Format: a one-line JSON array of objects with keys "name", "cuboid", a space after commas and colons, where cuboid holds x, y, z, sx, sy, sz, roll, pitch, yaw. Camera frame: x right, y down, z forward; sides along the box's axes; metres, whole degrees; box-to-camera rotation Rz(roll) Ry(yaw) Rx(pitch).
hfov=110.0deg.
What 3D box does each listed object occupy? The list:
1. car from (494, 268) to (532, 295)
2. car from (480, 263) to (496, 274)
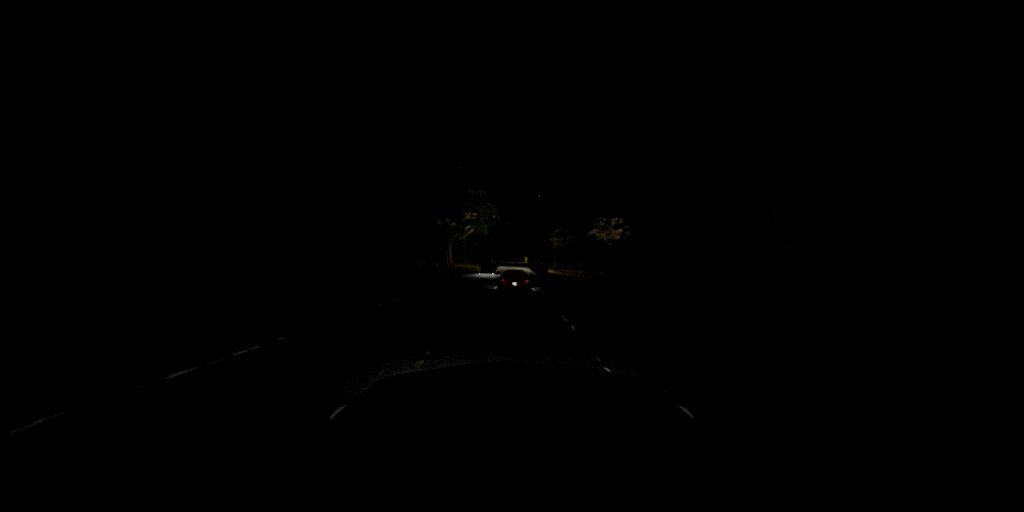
[{"name": "car", "cuboid": [0.153, 1.508, 21.512, 1.994, 1.385, 4.181, 2, -1, 0]}, {"name": "car", "cuboid": [-3.180, 1.709, 48.880, 1.994, 1.385, 4.181, 2, -1, 0]}]
